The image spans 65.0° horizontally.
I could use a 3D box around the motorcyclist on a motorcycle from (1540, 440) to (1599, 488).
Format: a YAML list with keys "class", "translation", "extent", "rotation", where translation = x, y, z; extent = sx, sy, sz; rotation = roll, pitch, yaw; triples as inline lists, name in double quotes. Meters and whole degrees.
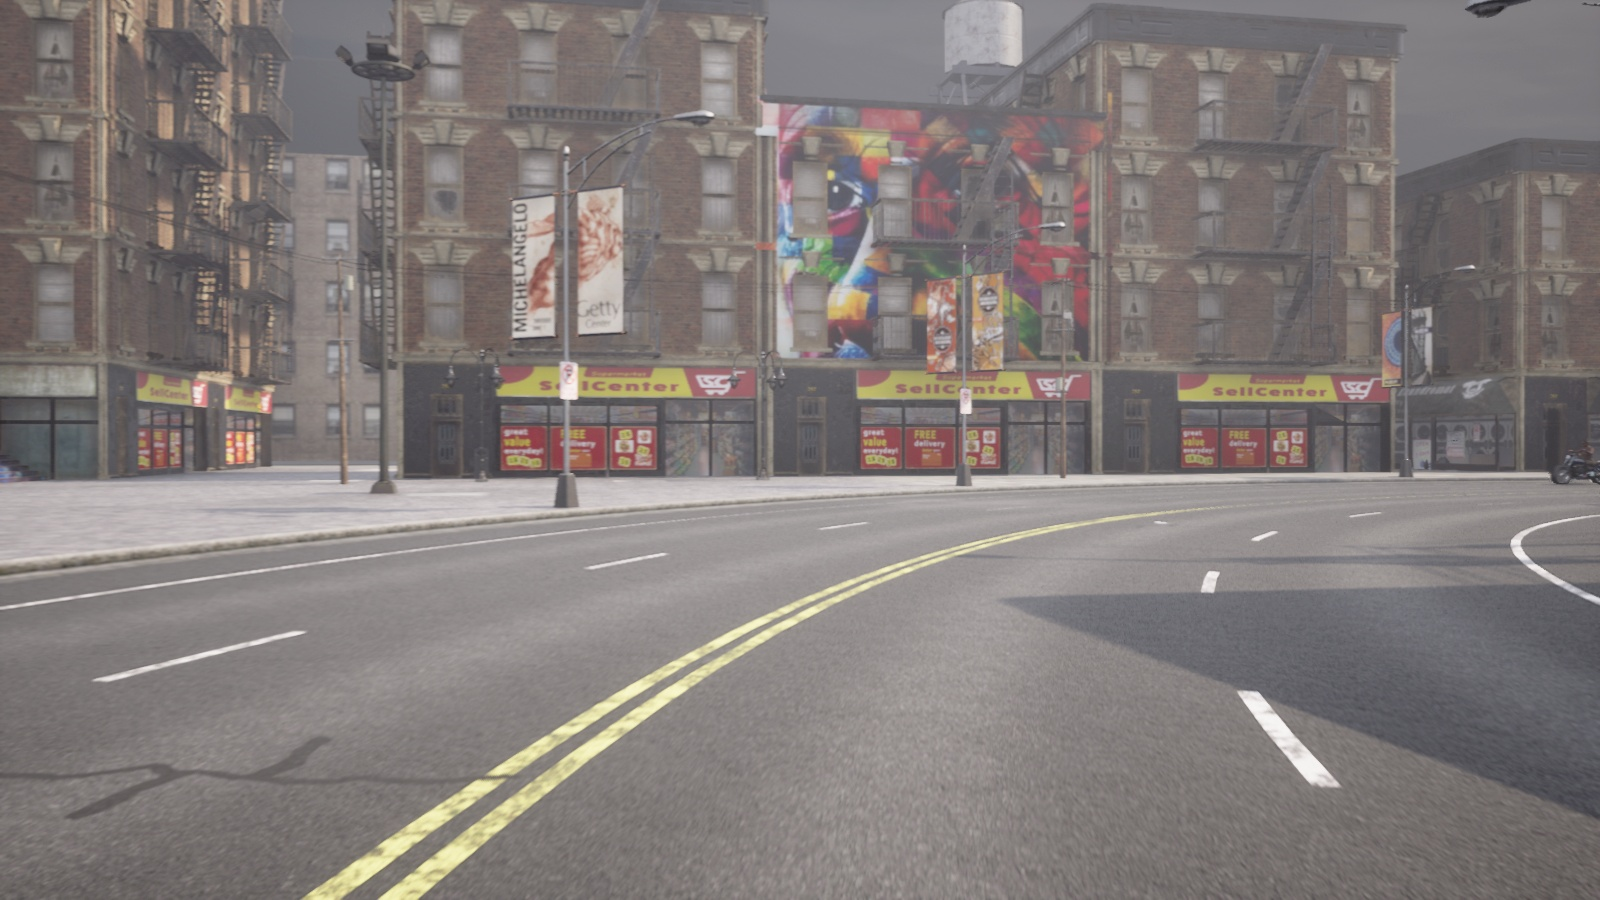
- class: "motorcyclist on a motorcycle"
  translation: [27.631, 0.489, 44.642]
  extent: [2.350, 1.649, 0.766]
  rotation: [0, 1, -12]
